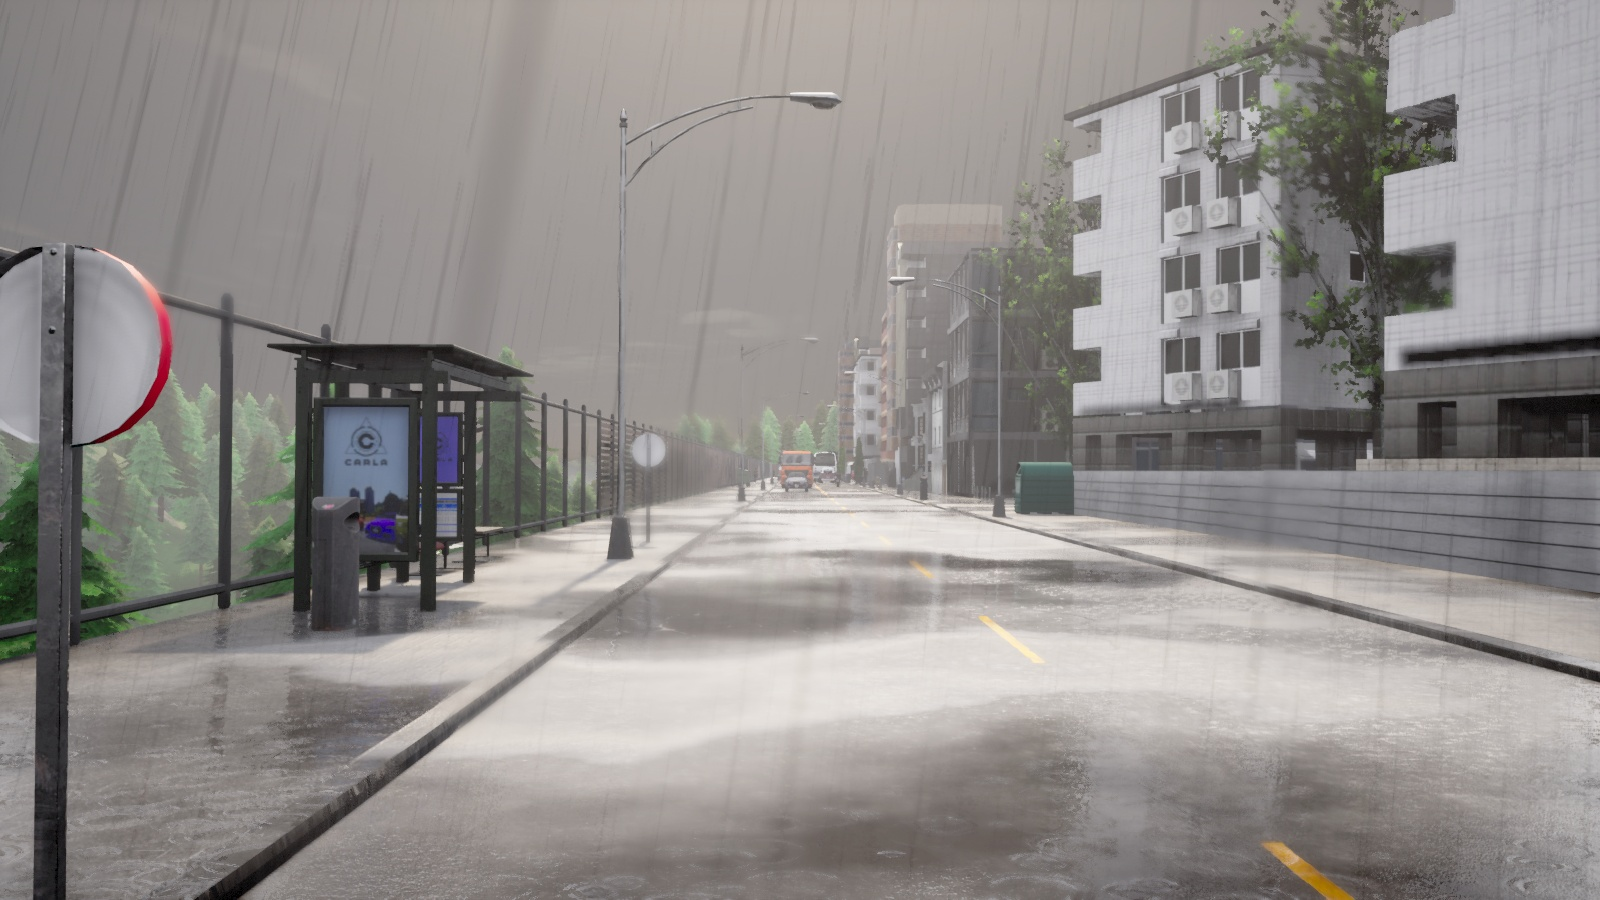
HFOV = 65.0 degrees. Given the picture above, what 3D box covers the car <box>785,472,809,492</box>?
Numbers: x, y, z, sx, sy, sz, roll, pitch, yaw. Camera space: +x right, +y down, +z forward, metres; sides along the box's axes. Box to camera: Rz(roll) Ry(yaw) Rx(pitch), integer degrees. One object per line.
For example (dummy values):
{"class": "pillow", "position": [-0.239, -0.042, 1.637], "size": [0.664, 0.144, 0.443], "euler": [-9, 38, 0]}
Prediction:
{"class": "car", "position": [-0.227, 2.411, 94.452], "size": [1.816, 1.474, 4.193], "euler": [0, -1, 0]}
